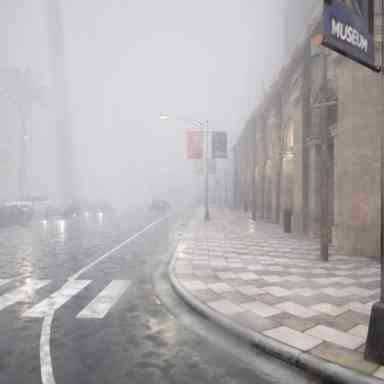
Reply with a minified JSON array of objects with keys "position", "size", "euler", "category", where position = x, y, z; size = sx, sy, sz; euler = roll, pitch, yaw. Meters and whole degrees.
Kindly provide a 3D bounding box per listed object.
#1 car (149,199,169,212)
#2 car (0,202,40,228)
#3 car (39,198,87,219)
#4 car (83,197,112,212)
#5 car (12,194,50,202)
[{"position":[-3.852,1.551,39.214],"size":[2.033,1.411,5.357],"euler":[0,0,2],"category":"car"},{"position":[-11.661,1.547,20.113],"size":[2.033,1.411,5.357],"euler":[0,0,2],"category":"car"},{"position":[-11.331,1.526,29.536],"size":[1.812,1.442,4.674],"euler":[0,0,2],"category":"car"},{"position":[-10.918,1.526,39.417],"size":[1.812,1.442,4.674],"euler":[0,0,2],"category":"car"},{"position":[-14.804,1.221,30.413],"size":[2.150,2.045,5.566],"euler":[0,0,2],"category":"car"}]
